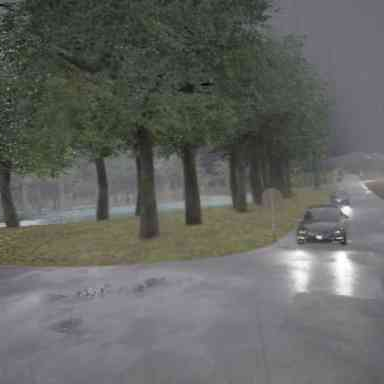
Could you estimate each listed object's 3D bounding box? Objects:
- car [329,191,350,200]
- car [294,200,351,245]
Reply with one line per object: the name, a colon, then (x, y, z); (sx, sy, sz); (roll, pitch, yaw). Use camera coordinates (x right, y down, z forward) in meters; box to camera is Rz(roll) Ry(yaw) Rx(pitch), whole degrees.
car: (16.195, 0.666, 36.481); (2.128, 1.511, 4.902); (-3, 0, 25)
car: (5.698, 1.350, 14.417); (1.837, 1.490, 4.892); (-3, 0, 25)
